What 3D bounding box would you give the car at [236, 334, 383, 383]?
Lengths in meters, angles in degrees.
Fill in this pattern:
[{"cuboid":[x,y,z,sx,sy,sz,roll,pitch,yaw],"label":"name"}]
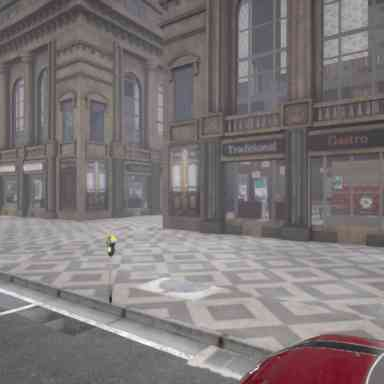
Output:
[{"cuboid":[1.966,1.440,1.554,4.097,1.590,1.967,0,0,36],"label":"car"}]
